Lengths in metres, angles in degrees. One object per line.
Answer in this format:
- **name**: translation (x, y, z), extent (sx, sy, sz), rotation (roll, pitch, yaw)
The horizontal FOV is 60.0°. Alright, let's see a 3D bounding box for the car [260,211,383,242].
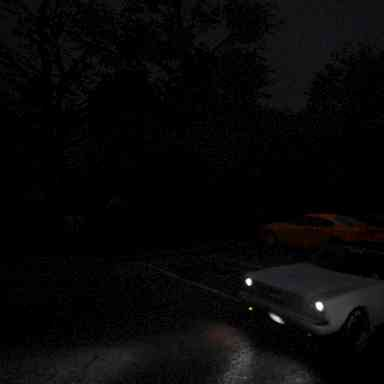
- **car**: translation (4.988, 1.593, 13.356), extent (2.097, 1.535, 5.008), rotation (1, 0, -35)

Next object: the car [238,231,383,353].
- **car**: translation (3.187, 1.657, 6.277), extent (4.718, 1.301, 1.895), rotation (1, 0, -32)

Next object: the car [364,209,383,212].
- **car**: translation (9.515, 1.663, 16.598), extent (2.097, 1.535, 5.008), rotation (1, -1, -35)
